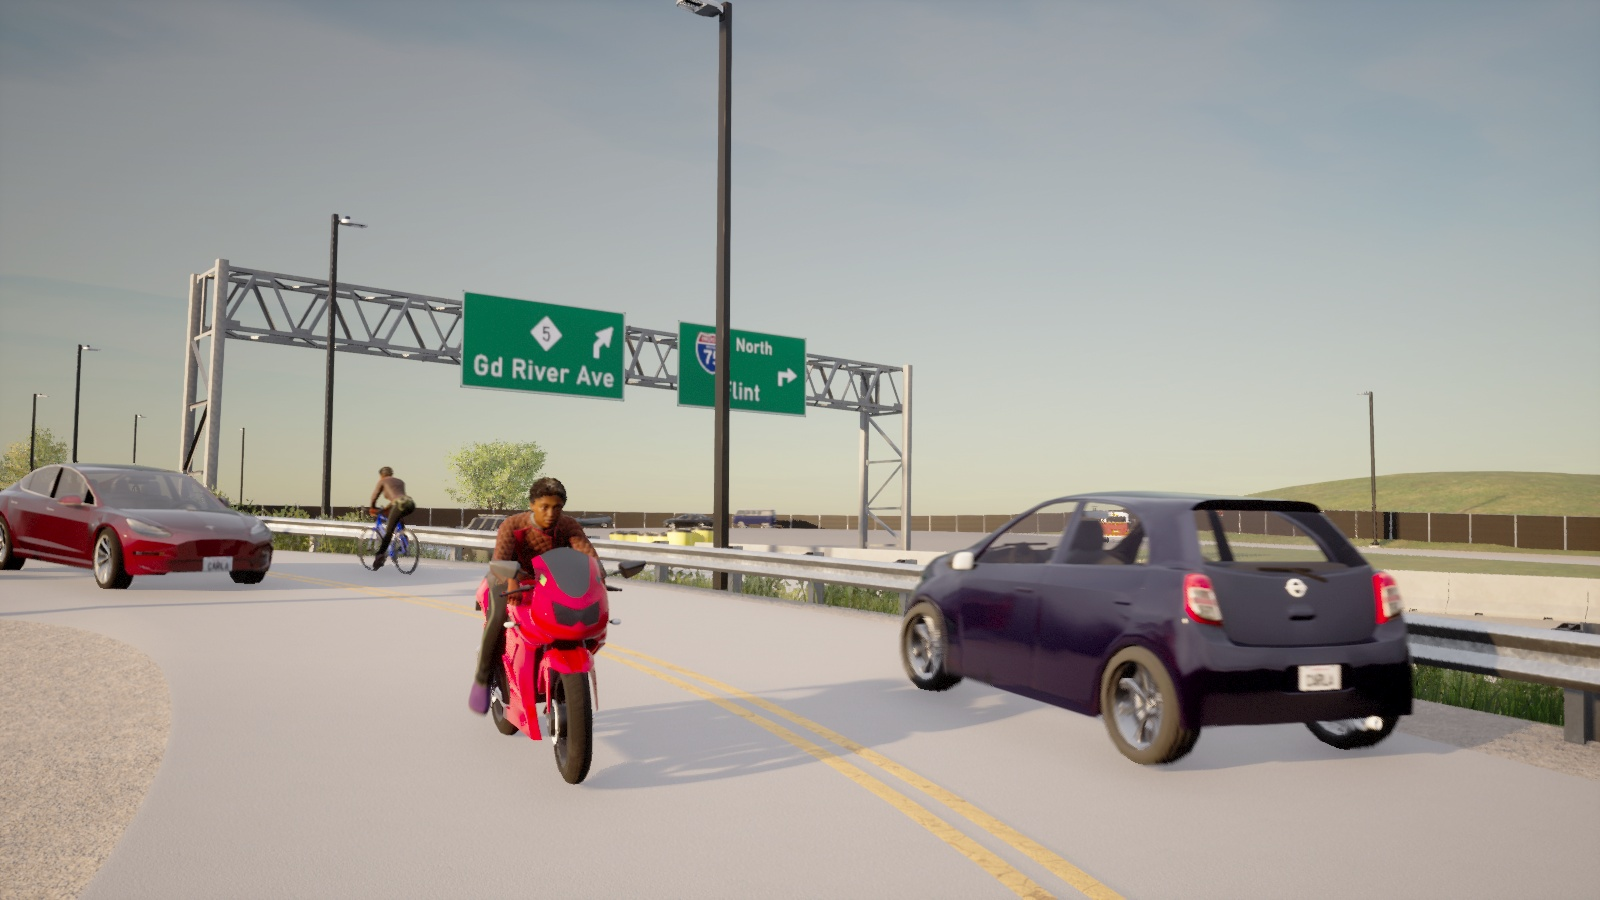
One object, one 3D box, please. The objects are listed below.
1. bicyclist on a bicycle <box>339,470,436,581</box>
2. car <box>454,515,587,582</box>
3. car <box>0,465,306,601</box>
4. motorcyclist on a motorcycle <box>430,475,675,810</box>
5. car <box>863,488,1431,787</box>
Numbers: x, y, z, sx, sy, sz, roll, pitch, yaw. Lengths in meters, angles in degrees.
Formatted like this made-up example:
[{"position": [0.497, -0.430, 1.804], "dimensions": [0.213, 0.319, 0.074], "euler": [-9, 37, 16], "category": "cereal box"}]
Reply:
[{"position": [-6.313, 1.124, 19.189], "dimensions": [1.656, 1.620, 0.582], "euler": [-1, -3, 40], "category": "bicyclist on a bicycle"}, {"position": [-8.431, 2.889, 37.574], "dimensions": [1.932, 1.855, 4.605], "euler": [3, -4, -40], "category": "car"}, {"position": [-8.898, 1.003, 16.575], "dimensions": [4.792, 1.488, 2.163], "euler": [0, -2, 37], "category": "car"}, {"position": [-1.416, 0.921, 6.830], "dimensions": [0.797, 1.523, 2.044], "euler": [2, -3, -26], "category": "motorcyclist on a motorcycle"}, {"position": [2.046, 1.034, 8.470], "dimensions": [1.845, 1.501, 3.633], "euler": [2, -2, -22], "category": "car"}]
